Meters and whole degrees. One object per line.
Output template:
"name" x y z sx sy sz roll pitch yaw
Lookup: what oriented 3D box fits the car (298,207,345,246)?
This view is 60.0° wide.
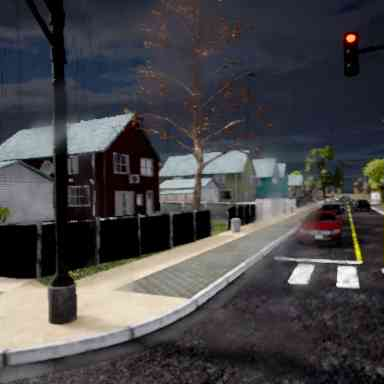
"car" 6.359 1.666 16.265 1.812 1.442 4.674 -2 -1 25

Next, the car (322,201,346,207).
"car" 10.872 1.727 26.018 1.812 1.442 4.674 -2 -1 25

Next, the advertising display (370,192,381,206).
"advertising display" 32.443 1.269 58.746 1.540 2.440 0.280 -2 -1 25

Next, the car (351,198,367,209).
"car" 26.047 1.778 52.055 2.128 1.511 4.902 -2 -1 25

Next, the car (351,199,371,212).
"car" 21.800 1.729 42.698 1.837 1.490 4.892 -2 -1 24
